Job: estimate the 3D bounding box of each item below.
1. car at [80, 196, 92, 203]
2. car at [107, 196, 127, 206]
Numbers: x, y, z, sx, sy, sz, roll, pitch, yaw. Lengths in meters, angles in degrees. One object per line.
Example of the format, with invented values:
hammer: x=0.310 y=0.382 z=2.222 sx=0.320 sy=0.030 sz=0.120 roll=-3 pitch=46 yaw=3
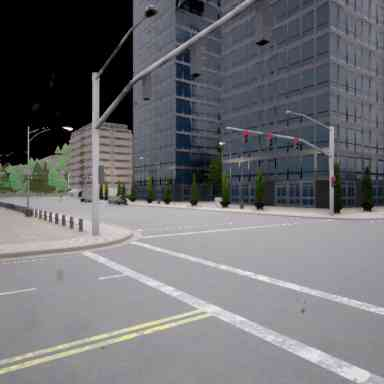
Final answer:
car: x=-20.607 y=1.492 z=65.729 sx=2.033 sy=1.411 sz=5.357 roll=0 pitch=0 yaw=-33
car: x=-12.084 y=1.448 z=53.564 sx=1.837 sy=1.490 sz=4.892 roll=0 pitch=0 yaw=-35
